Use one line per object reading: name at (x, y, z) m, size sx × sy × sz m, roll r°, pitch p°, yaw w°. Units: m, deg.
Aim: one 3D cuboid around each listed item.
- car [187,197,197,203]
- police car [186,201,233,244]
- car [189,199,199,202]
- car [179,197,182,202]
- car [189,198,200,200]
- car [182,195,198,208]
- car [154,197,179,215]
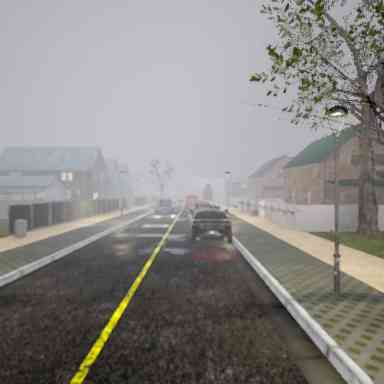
car at (0.030, 1.722, 73.719) m, size 2.033 × 1.411 × 5.357 m, roll 0°, pitch 0°, yaw 0°
police car at (0.831, 1.466, 16.291) m, size 1.930 × 1.638 × 5.238 m, roll 0°, pitch 0°, yaw 0°
car at (0.836, 1.582, 26.182) m, size 1.837 × 1.490 × 4.892 m, roll 0°, pitch 0°, yaw 0°
car at (-2.719, 1.787, 76.445) m, size 1.895 × 1.301 × 4.718 m, roll 0°, pitch 0°, yaw 0°
car at (0.837, 1.607, 32.183) m, size 1.837 × 1.490 × 4.892 m, roll 0°, pitch 0°, yaw 0°
car at (0.022, 1.413, 50.604) m, size 2.150 × 2.045 × 5.566 m, roll 0°, pitch 0°, yaw 0°
car at (-2.827, 1.471, 36.045) m, size 2.097 × 1.767 × 4.553 m, roll 0°, pitch 0°, yaw 0°
